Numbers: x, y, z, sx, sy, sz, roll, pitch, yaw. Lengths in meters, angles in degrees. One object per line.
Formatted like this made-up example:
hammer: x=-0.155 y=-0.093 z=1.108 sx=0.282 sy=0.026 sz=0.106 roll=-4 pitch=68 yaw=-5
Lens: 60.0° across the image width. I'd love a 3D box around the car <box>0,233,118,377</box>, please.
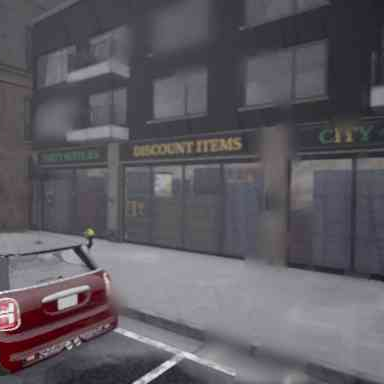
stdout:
car: x=-3.134 y=1.365 z=5.252 sx=4.097 sy=1.590 sz=1.967 roll=1 pitch=1 yaw=35
